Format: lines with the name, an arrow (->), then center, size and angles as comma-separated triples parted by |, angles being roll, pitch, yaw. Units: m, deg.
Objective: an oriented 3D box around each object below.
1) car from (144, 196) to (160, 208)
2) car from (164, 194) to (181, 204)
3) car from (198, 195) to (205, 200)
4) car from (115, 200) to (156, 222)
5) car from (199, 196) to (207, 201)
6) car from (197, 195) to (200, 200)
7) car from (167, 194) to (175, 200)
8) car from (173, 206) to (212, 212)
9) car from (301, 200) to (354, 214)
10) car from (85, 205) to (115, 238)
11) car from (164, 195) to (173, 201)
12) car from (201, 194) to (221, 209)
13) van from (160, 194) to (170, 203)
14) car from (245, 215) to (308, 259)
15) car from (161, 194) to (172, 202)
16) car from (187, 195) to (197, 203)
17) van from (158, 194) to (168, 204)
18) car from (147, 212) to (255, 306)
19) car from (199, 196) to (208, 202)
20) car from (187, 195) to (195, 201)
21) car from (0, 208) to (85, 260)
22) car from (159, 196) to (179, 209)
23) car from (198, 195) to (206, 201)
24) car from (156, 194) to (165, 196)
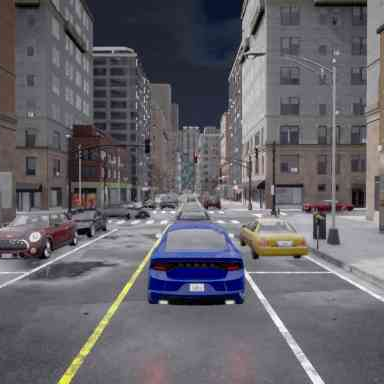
car -> -5.773, 1.600, 44.599 | 1.947, 1.339, 4.313 | -1, 0, 0
car -> -3.206, 1.551, 55.671 | 1.837, 1.490, 4.892 | 0, 0, 0
car -> 2.657, 1.621, 94.890 | 2.008, 1.369, 4.403 | -1, 0, 0
car -> -5.246, 1.601, 26.876 | 4.181, 1.385, 1.994 | -1, -1, 41
car -> 2.678, 1.631, 83.718 | 1.947, 1.339, 4.313 | -1, 0, 0
car -> 2.707, 1.370, 66.961 | 2.192, 1.841, 5.009 | -1, 0, 0
car -> -5.882, 1.510, 94.871 | 1.967, 1.590, 4.097 | -1, 0, 0
car -> 0.063, 1.605, 17.515 | 1.895, 1.301, 4.718 | 0, 0, 0
car -> 13.289, 1.457, 32.882 | 4.718, 1.301, 1.895 | -1, 1, -1
car -> -5.715, 1.570, 17.726 | 1.947, 1.339, 4.313 | -1, 0, 0
car -> -5.858, 1.505, 83.700 | 1.967, 1.590, 4.097 | -1, 0, 0
car -> 2.750, 1.349, 44.617 | 2.192, 1.841, 5.009 | -1, 0, 0
van -> -5.835, 1.400, 72.529 | 1.690, 1.788, 3.998 | -1, 0, 0
car -> 2.821, 1.527, 12.419 | 1.752, 1.417, 4.829 | -1, 0, 0
car -> -5.847, 1.377, 78.115 | 2.192, 1.841, 5.009 | -1, 0, 0
car -> -0.159, 1.577, 74.045 | 2.128, 1.511, 4.902 | 0, 0, 0
van -> -5.823, 1.396, 66.943 | 1.690, 1.788, 3.998 | -1, 0, 0
car -> 0.079, 1.478, 8.152 | 1.882, 1.535, 5.008 | 0, 0, 0
car -> 2.688, 1.587, 78.303 | 1.752, 1.417, 4.829 | -1, 0, 0
car -> -0.182, 1.534, 84.497 | 1.895, 1.301, 4.718 | 0, 0, 0
car -> -5.704, 1.441, 12.230 | 1.967, 1.590, 4.097 | -1, 0, 0
car -> -3.193, 1.582, 45.347 | 2.033, 1.411, 5.357 | 0, 0, 0
car -> 2.668, 1.633, 89.304 | 1.947, 1.339, 4.313 | -1, 0, 0
car -> -5.797, 1.571, 55.601 | 1.752, 1.417, 4.829 | -1, 0, 0
